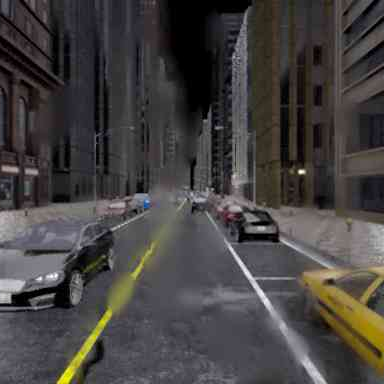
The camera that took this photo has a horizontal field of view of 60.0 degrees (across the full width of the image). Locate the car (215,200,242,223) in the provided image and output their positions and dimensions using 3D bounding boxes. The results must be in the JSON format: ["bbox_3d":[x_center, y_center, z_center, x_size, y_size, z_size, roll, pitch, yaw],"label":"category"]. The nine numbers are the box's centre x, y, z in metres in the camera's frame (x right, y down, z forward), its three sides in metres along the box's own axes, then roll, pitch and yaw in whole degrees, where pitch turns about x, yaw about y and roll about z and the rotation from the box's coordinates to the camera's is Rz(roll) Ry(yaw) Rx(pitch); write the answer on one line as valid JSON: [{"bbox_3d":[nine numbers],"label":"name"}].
[{"bbox_3d":[2.744,1.422,20.905,1.887,1.381,4.507,0,0,0],"label":"car"}]

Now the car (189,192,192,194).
[{"bbox_3d":[0.810,1.169,49.772,1.801,1.575,5.366,0,0,0],"label":"car"}]

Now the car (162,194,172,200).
[{"bbox_3d":[-5.829,1.108,77.066,1.887,1.381,4.507,0,0,0],"label":"car"}]

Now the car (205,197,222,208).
[{"bbox_3d":[2.725,1.315,43.380,1.947,1.339,4.313,0,0,0],"label":"car"}]

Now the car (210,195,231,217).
[{"bbox_3d":[2.739,1.286,26.523,1.967,1.590,4.097,0,0,0],"label":"car"}]

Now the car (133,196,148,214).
[{"bbox_3d":[-5.790,1.379,32.120,1.947,1.339,4.313,0,0,0],"label":"car"}]

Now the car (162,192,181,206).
[{"bbox_3d":[-3.125,1.205,49.363,2.128,1.511,4.902,0,0,0],"label":"car"}]

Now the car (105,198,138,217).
[{"bbox_3d":[-5.786,1.427,26.502,1.802,1.307,4.206,0,0,0],"label":"car"}]

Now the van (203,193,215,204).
[{"bbox_3d":[2.715,1.027,54.617,1.690,1.788,3.998,0,0,0],"label":"van"}]

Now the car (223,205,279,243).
[{"bbox_3d":[2.749,1.476,15.287,1.947,1.339,4.313,0,0,0],"label":"car"}]

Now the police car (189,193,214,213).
[{"bbox_3d":[0.871,1.229,33.692,1.930,1.638,5.238,0,0,0],"label":"police car"}]

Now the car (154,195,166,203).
[{"bbox_3d":[-5.814,1.236,60.211,1.802,1.307,4.206,0,0,0],"label":"car"}]

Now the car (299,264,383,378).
[{"bbox_3d":[2.759,1.499,4.219,1.752,1.417,4.829,0,0,0],"label":"car"}]

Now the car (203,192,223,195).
[{"bbox_3d":[2.730,1.096,37.760,2.192,1.841,5.009,0,0,0],"label":"car"}]

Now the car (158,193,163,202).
[{"bbox_3d":[-5.805,1.283,48.975,1.947,1.339,4.313,0,0,0],"label":"car"}]

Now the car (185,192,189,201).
[{"bbox_3d":[-0.058,1.172,67.480,1.994,1.385,4.181,0,0,0],"label":"car"}]

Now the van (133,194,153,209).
[{"bbox_3d":[-5.795,1.122,37.737,1.690,1.788,3.998,0,0,0],"label":"van"}]

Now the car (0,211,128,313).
[{"bbox_3d":[-3.107,1.444,7.837,2.128,1.511,4.902,0,0,0],"label":"car"}]

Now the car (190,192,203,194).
[{"bbox_3d":[0.848,1.203,43.772,1.801,1.575,5.366,0,0,0],"label":"car"}]

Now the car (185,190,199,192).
[{"bbox_3d":[-0.073,0.587,86.224,2.150,2.045,5.566,0,0,0],"label":"car"}]

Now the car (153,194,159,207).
[{"bbox_3d":[-5.800,1.293,43.356,1.887,1.381,4.507,0,0,0],"label":"car"}]

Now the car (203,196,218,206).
[{"bbox_3d":[2.720,1.268,48.999,2.008,1.369,4.403,0,0,0],"label":"car"}]

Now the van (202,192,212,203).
[{"bbox_3d":[2.710,0.996,60.235,1.690,1.788,3.998,0,0,0],"label":"van"}]

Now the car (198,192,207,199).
[{"bbox_3d":[2.686,0.818,88.328,2.192,1.841,5.009,0,0,0],"label":"car"}]
